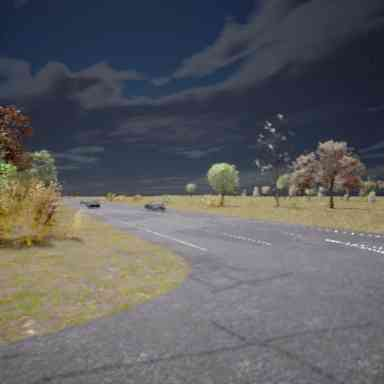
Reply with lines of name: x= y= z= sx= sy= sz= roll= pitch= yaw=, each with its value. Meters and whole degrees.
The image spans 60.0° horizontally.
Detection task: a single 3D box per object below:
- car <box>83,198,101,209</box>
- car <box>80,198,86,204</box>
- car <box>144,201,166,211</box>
car: x=-16.448 y=2.140 z=55.470 sx=1.895 sy=1.301 sz=4.718 roll=0 pitch=0 yaw=-24
car: x=-26.370 y=2.253 z=81.475 sx=2.128 sy=1.511 sz=4.902 roll=0 pitch=0 yaw=-17
car: x=-5.459 y=2.001 z=48.432 sx=2.033 sy=1.411 sz=5.357 roll=0 pitch=0 yaw=-25
